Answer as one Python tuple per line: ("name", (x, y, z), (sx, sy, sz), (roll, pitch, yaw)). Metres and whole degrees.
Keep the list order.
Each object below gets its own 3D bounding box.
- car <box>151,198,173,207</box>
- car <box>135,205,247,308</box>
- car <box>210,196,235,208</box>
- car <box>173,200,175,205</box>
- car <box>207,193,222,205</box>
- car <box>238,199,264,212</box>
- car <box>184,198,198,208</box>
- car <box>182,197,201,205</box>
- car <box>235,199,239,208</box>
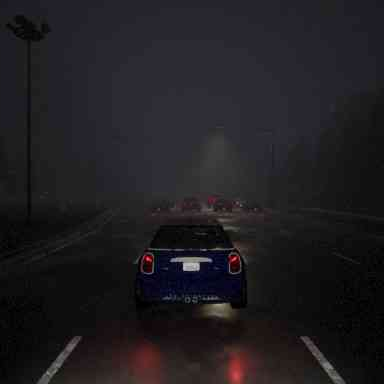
("car", (-3.583, 1.601, 38.326), (1.895, 1.301, 4.718), (0, 0, 0))
("car", (-0.018, 1.352, 8.062), (2.097, 1.767, 4.553), (0, 0, 0))
("car", (3.418, 1.505, 37.894), (1.837, 1.490, 4.892), (0, 0, 0))
("car", (-3.604, 1.564, 48.379), (1.994, 1.385, 4.181), (0, 0, 0))
("car", (3.396, 1.221, 48.359), (2.150, 2.045, 5.566), (0, 0, 0))
("car", (6.917, 1.601, 38.348), (1.895, 1.301, 4.718), (0, 0, 0))
("car", (-0.104, 1.601, 48.382), (1.895, 1.301, 4.718), (0, 0, 0))
("car", (-0.083, 1.352, 38.273), (2.097, 1.767, 4.553), (0, 0, 0))
("car", (6.896, 1.601, 48.380), (1.895, 1.301, 4.718), (0, 0, 0))
